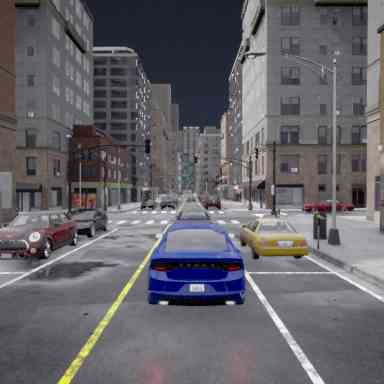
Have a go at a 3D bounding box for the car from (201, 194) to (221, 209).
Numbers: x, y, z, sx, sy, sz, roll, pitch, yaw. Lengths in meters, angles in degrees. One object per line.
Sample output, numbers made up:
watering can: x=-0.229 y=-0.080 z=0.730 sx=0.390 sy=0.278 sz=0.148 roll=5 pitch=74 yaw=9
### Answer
car: x=2.776 y=1.357 z=44.589 sx=2.192 sy=1.841 sz=5.009 roll=-1 pitch=0 yaw=0

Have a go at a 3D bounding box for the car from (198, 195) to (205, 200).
car: x=2.713 y=1.638 z=94.862 sx=2.008 sy=1.369 sz=4.403 roll=-1 pitch=0 yaw=0

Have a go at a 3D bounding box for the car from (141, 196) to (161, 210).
car: x=-5.747 y=1.608 z=44.577 sx=1.947 sy=1.339 sz=4.313 roll=-1 pitch=0 yaw=0

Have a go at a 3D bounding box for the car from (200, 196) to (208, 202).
car: x=2.734 y=1.602 z=78.275 sx=1.752 sy=1.417 sz=4.829 roll=-1 pitch=0 yaw=0

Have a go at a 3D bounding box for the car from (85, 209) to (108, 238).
car: x=-5.704 y=1.573 z=17.703 sx=1.947 sy=1.339 sz=4.313 roll=-1 pitch=0 yaw=0

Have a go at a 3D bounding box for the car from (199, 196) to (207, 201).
car: x=2.728 y=1.646 z=83.691 sx=1.947 sy=1.339 sz=4.313 roll=-1 pitch=0 yaw=0

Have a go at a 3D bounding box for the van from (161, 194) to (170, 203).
van: x=-5.792 y=1.413 z=72.506 sx=1.690 sy=1.788 sz=3.998 roll=-1 pitch=0 yaw=0

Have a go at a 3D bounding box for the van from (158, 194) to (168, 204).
van: x=-5.784 y=1.409 z=66.921 sx=1.690 sy=1.788 sz=3.998 roll=-1 pitch=0 yaw=0

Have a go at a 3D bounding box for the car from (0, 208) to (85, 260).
car: x=-5.697 y=1.444 z=12.207 sx=1.967 sy=1.590 sz=4.097 roll=-1 pitch=0 yaw=0

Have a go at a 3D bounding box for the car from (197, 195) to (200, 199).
car: x=2.747 y=1.383 z=66.933 sx=2.192 sy=1.841 sz=5.009 roll=-1 pitch=0 yaw=0

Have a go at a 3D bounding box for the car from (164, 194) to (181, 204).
car: x=-3.174 y=1.561 z=55.220 sx=1.837 sy=1.490 sz=4.892 roll=0 pitch=0 yaw=0

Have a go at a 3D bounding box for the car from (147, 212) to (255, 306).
car: x=0.084 y=1.479 z=8.126 sx=1.882 sy=1.535 sz=5.008 roll=0 pitch=0 yaw=0

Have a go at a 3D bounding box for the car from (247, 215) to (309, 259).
car: x=2.829 y=1.529 z=12.391 sx=1.752 sy=1.417 sz=4.829 roll=-1 pitch=0 yaw=0

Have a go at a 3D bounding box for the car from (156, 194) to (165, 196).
car: x=-5.764 y=1.581 z=55.578 sx=1.752 sy=1.417 sz=4.829 roll=-1 pitch=0 yaw=0

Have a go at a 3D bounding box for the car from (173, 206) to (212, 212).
car: x=0.073 y=1.608 z=17.489 sx=1.895 sy=1.301 sz=4.718 roll=0 pitch=0 yaw=0

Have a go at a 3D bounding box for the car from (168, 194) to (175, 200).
car: x=-5.826 y=1.528 z=94.849 sx=1.967 sy=1.590 sz=4.097 roll=-1 pitch=0 yaw=0

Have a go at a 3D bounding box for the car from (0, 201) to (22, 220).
car: x=-18.073 y=1.669 z=29.486 sx=5.008 sy=1.535 sz=1.882 roll=-1 pitch=1 yaw=-1

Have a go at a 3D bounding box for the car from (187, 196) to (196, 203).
car: x=-0.115 y=1.591 z=74.019 sx=2.128 sy=1.511 sz=4.902 roll=0 pitch=0 yaw=0

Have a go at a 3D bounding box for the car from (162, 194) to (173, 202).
car: x=-5.801 y=1.392 z=78.092 sx=2.192 sy=1.841 sz=5.009 roll=-1 pitch=0 yaw=0

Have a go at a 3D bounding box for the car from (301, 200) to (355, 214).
car: x=13.308 y=1.463 z=32.848 sx=4.718 sy=1.301 sz=1.895 roll=-1 pitch=1 yaw=-1

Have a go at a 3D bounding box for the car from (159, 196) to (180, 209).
car: x=-3.167 y=1.591 z=45.249 sx=2.033 sy=1.411 sz=5.357 roll=0 pitch=0 yaw=0
